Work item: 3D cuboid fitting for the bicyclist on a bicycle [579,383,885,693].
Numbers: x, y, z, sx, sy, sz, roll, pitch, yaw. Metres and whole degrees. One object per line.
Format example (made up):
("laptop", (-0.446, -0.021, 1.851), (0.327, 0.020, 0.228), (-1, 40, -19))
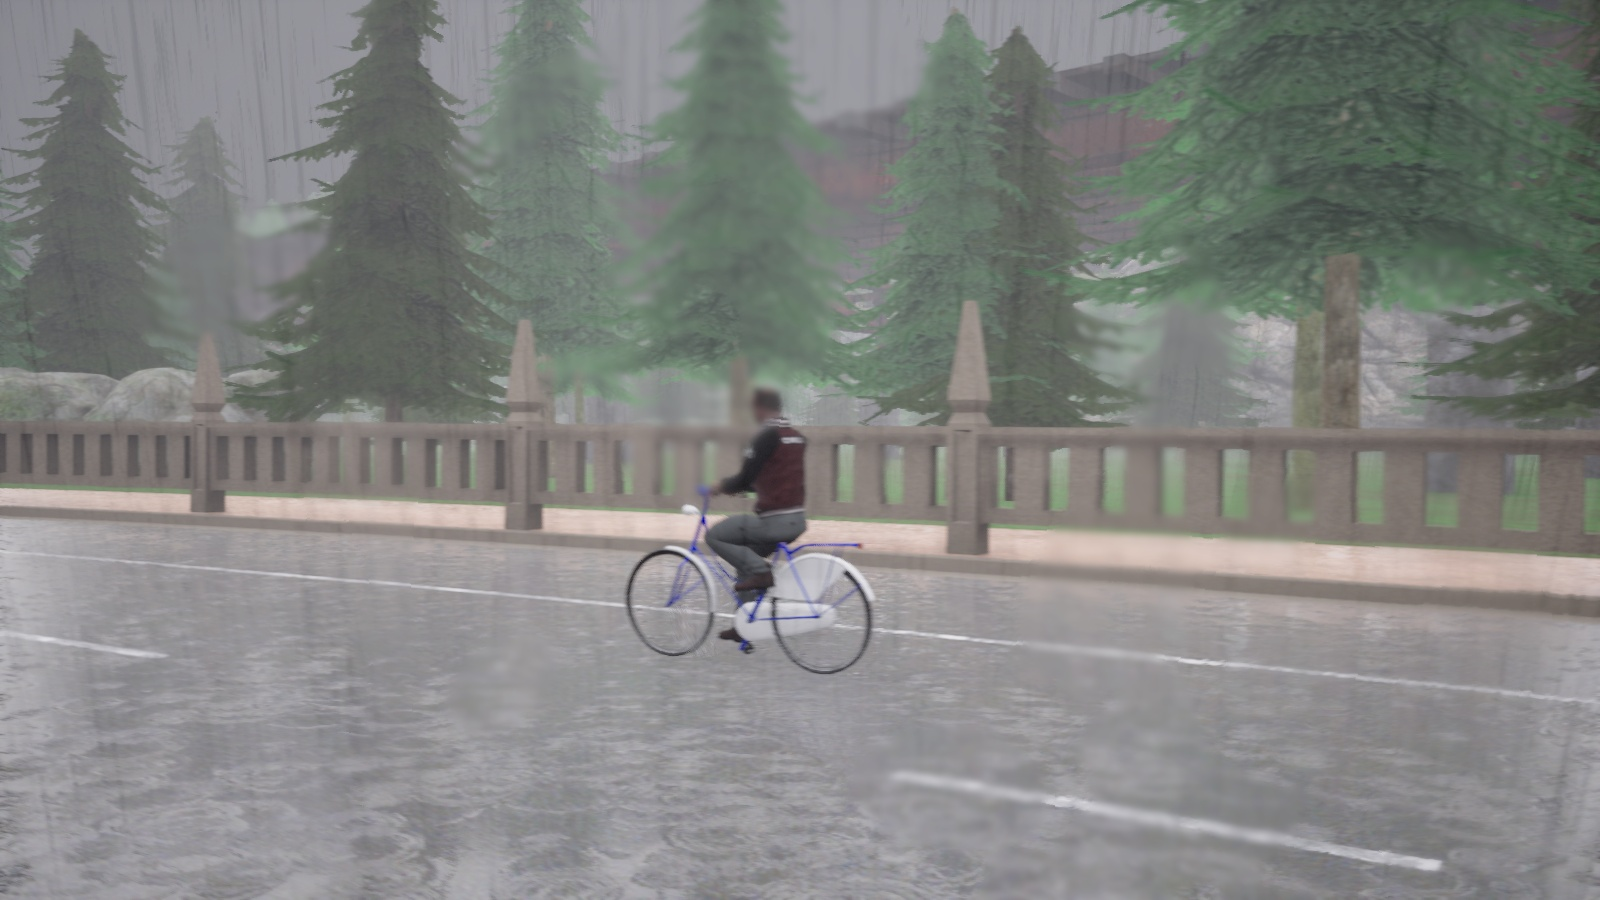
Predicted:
("bicyclist on a bicycle", (-0.446, 0.493, 7.938), (1.843, 1.776, 0.659), (0, 2, 30))
